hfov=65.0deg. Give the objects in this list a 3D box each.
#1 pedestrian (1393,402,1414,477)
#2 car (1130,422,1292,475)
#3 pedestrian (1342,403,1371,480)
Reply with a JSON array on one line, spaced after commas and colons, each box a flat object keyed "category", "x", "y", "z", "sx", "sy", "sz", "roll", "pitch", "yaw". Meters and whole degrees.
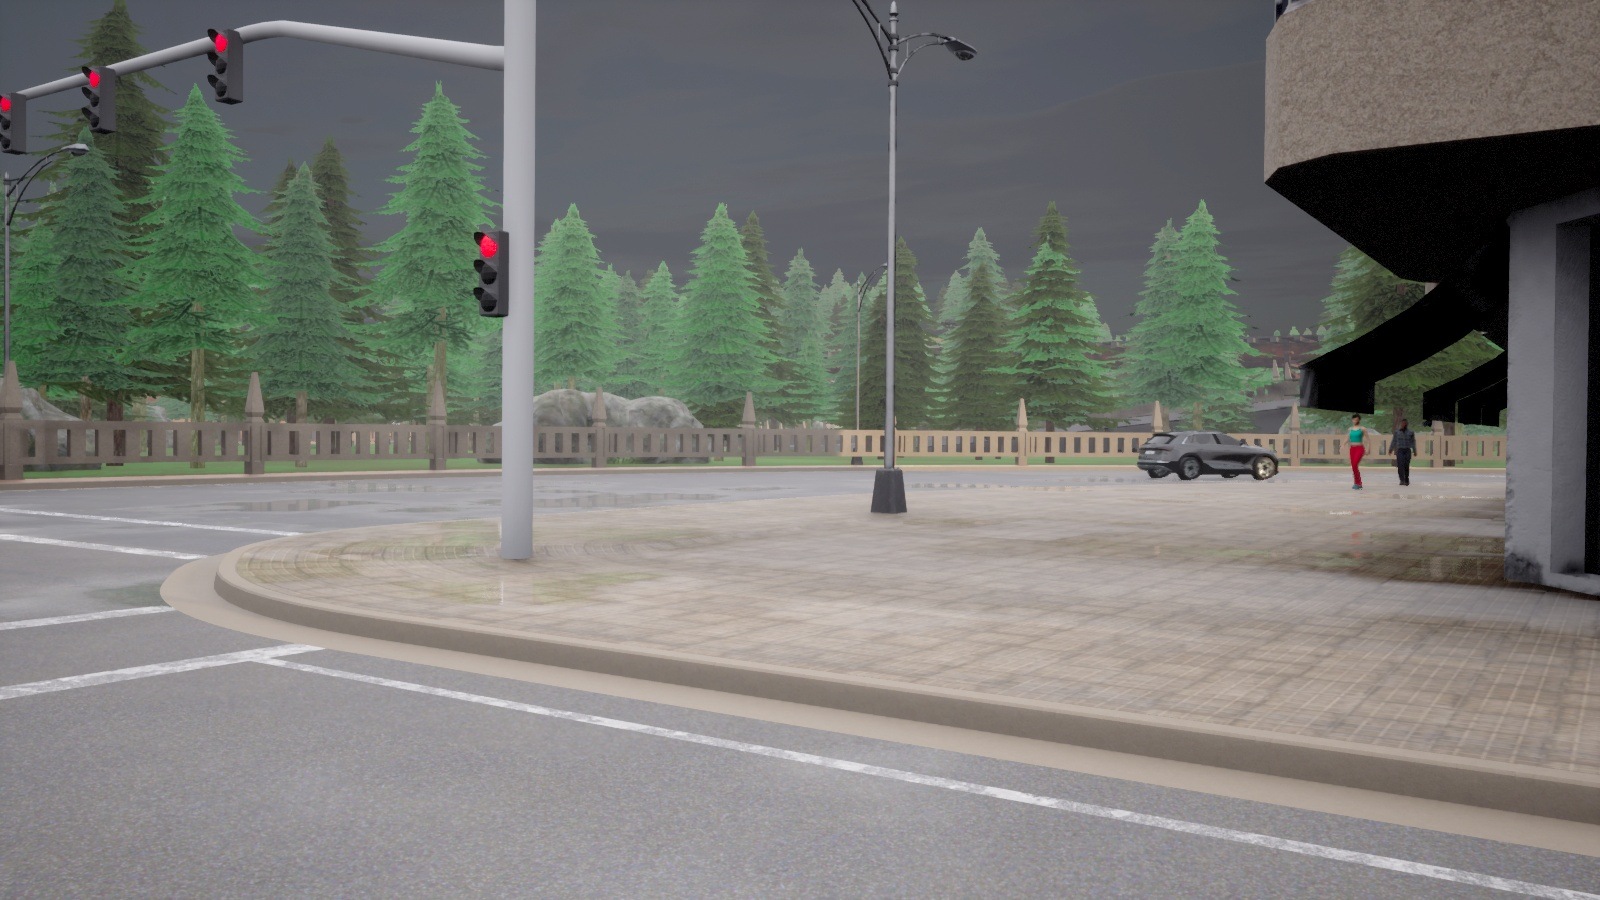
[{"category": "pedestrian", "x": 15.958, "y": -0.273, "z": 33.204, "sx": 0.423, "sy": 1.949, "sz": 0.788, "roll": 0, "pitch": 1, "yaw": 31}, {"category": "car", "x": 13.567, "y": -0.083, "z": 41.500, "sx": 4.856, "sy": 1.649, "sz": 2.033, "roll": -1, "pitch": 1, "yaw": -19}, {"category": "pedestrian", "x": 13.414, "y": -0.207, "z": 30.281, "sx": 0.594, "sy": 1.836, "sz": 0.345, "roll": -1, "pitch": 1, "yaw": -30}]
